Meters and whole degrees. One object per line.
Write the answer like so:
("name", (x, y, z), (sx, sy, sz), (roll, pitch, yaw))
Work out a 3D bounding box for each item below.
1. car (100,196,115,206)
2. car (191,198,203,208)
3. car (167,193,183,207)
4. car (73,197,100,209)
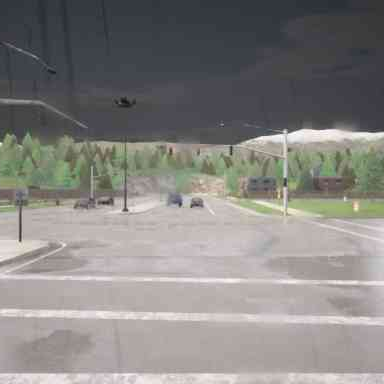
("car", (-14.323, 1.477, 55.486), (1.882, 1.535, 5.008), (0, 0, 1))
("car", (0.741, 1.546, 48.736), (2.033, 1.411, 5.357), (0, 0, 1))
("car", (-2.698, 1.220, 52.865), (2.150, 2.045, 5.566), (0, 0, 1))
("car", (-14.491, 1.504, 45.176), (1.837, 1.490, 4.892), (0, 0, 1))
